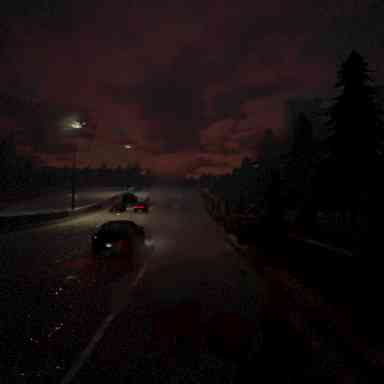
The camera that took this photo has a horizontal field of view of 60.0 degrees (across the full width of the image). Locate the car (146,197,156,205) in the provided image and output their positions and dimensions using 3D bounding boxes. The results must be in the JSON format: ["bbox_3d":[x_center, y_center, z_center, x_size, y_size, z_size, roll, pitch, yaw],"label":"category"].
[{"bbox_3d":[-7.618,1.556,59.490,1.994,1.385,4.181,1,5,-1],"label":"car"}]

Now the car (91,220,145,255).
[{"bbox_3d":[-3.407,2.065,15.855,1.812,1.442,4.674,1,-2,0],"label":"car"}]

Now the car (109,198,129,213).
[{"bbox_3d":[-10.942,2.173,49.143,1.812,1.442,4.674,1,3,-1],"label":"car"}]

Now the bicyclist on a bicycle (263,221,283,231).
[{"bbox_3d":[4.384,2.024,17.813,1.656,1.620,0.582,1,-2,-1],"label":"bicyclist on a bicycle"}]

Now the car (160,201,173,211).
[{"bbox_3d":[-3.992,2.087,52.050,2.128,1.511,4.902,1,4,-1],"label":"car"}]

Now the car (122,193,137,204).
[{"bbox_3d":[-11.106,1.194,58.988,2.150,2.045,5.566,1,5,-1],"label":"car"}]

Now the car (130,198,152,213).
[{"bbox_3d":[-7.447,2.201,49.290,1.837,1.490,4.892,1,3,-1],"label":"car"}]
